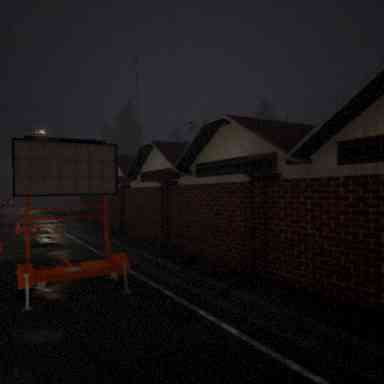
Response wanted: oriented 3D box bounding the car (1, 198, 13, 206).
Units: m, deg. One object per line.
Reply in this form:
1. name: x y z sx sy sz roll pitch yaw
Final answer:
1. car: -36.847 1.889 66.222 2.033 1.411 5.357 -1 0 -30

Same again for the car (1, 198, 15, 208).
1. car: -31.602 1.933 57.218 1.837 1.490 4.892 -1 0 -30

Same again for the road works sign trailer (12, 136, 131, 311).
1. road works sign trailer: -3.048 0.497 8.157 2.380 3.560 2.880 -1 0 -30

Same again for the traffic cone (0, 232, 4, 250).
1. traffic cone: -7.831 2.059 13.459 0.340 0.580 0.340 -1 0 -30
